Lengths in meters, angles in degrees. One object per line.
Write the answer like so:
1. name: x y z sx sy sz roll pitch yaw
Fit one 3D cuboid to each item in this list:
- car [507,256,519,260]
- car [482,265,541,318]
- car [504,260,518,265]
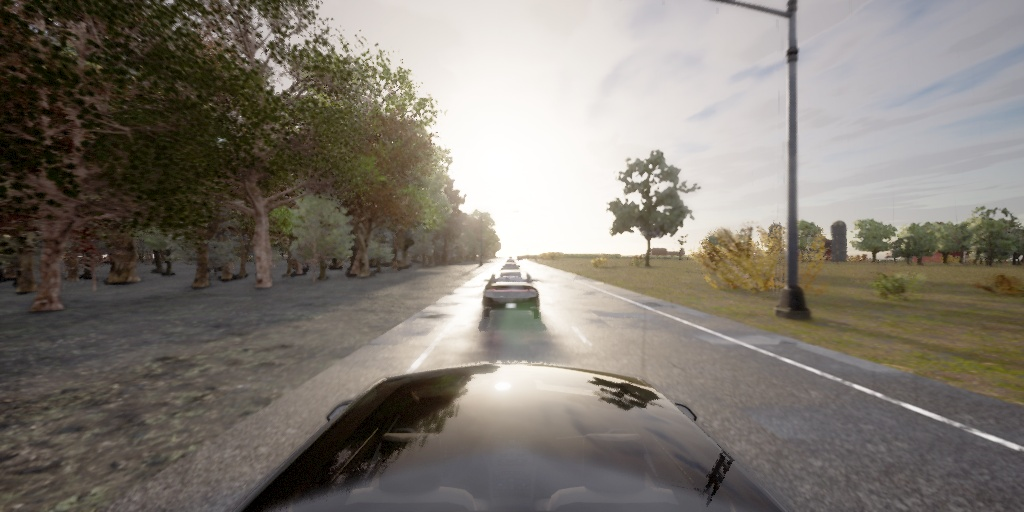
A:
1. car: -0.216 1.238 64.164 1.837 1.490 4.892 0 0 0
2. car: -0.034 1.249 12.949 2.128 1.511 4.902 0 0 0
3. car: -0.107 1.312 33.787 1.994 1.385 4.181 0 0 0
